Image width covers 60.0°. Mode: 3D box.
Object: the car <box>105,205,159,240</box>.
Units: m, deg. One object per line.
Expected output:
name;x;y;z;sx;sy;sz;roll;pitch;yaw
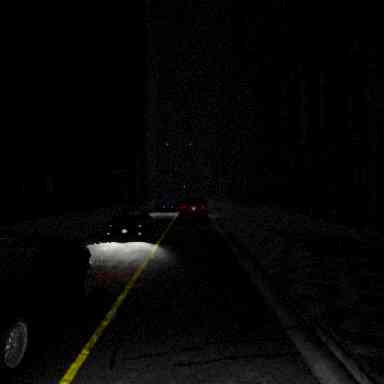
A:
car;-3.055;1.579;17.037;1.994;1.385;4.181;0;0;0

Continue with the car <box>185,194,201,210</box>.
car;0.109;1.280;45.752;2.150;2.045;5.566;0;0;0

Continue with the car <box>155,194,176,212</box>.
car;-3.088;1.266;39.337;2.150;2.045;5.566;0;0;0

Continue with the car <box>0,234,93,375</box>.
car;-3.091;1.529;5.726;1.812;1.442;4.674;0;0;0

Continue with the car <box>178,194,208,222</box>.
car;0.103;1.252;26.318;2.150;2.045;5.566;0;0;0
